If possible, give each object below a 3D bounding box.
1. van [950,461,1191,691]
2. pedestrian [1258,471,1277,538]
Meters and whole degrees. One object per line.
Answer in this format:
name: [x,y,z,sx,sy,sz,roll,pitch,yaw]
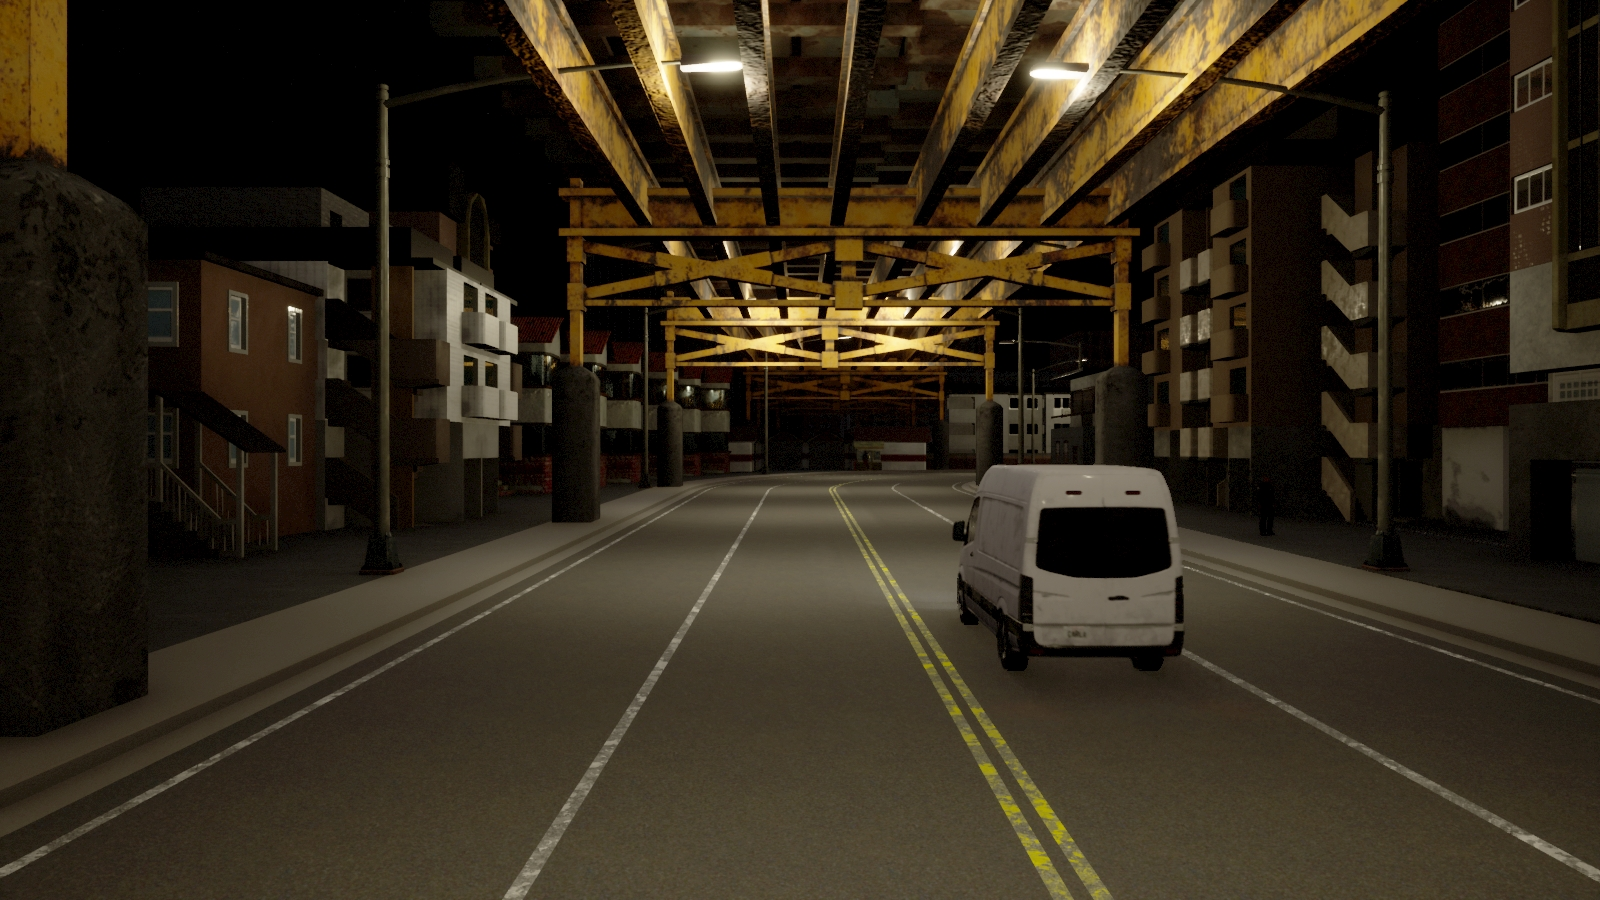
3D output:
van: [3.513,1.481,16.154,1.988,2.561,5.915,0,0,0]
pedestrian: [13.254,1.541,32.402,0.375,1.860,0.375,0,0,-10]
